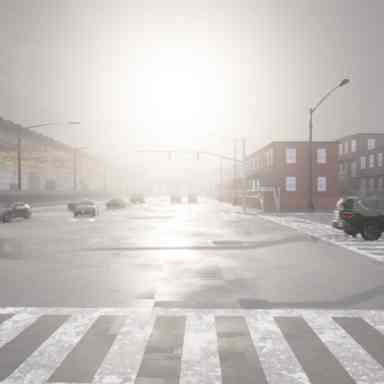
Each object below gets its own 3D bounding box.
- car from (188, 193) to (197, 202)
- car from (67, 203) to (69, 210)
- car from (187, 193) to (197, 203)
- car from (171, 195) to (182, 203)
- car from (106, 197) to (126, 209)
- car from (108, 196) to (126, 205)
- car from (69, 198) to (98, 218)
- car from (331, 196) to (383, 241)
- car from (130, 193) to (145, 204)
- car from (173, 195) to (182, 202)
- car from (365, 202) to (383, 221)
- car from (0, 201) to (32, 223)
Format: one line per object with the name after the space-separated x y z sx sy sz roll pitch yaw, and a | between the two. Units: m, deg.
0.072 1.225 80.290 2.150 2.045 5.566 0 0 0 | car
-14.060 1.477 41.961 1.882 1.535 5.008 0 0 0 | car
0.162 1.548 69.657 2.033 1.411 5.357 0 0 0 | car
-3.369 1.353 70.227 2.097 1.767 4.553 0 0 0 | car
-10.560 1.601 46.299 1.895 1.301 4.718 0 0 1 | car
-13.987 1.548 62.285 2.033 1.411 5.357 0 0 1 | car
-9.740 1.507 30.639 1.837 1.490 4.892 -1 0 -11 | car
9.689 1.221 16.042 5.566 2.045 2.150 0 0 2 | car
-10.484 1.222 63.890 2.150 2.045 5.566 0 0 1 | car
-3.427 1.478 80.513 1.882 1.535 5.008 0 0 0 | car
17.059 1.547 26.669 5.357 1.411 2.033 0 0 0 | car
-14.079 1.491 25.360 2.128 1.511 4.902 0 0 0 | car
